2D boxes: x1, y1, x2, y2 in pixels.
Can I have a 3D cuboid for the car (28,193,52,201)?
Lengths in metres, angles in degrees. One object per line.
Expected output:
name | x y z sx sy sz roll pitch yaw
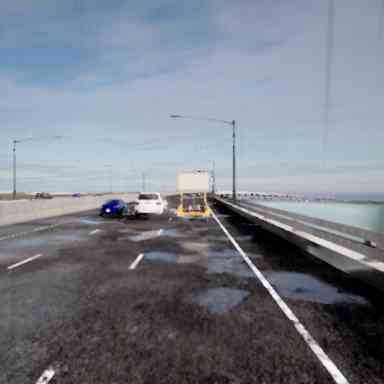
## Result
car | -24.032 0.962 52.776 2.097 1.767 4.553 0 0 2

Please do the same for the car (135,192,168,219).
car | -3.252 1.020 27.228 2.150 2.045 5.566 0 0 1

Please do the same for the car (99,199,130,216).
car | -6.730 1.311 29.086 1.812 1.442 4.674 0 0 1

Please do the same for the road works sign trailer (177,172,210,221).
road works sign trailer | 0.118 0.281 24.848 2.380 3.560 2.880 0 0 1

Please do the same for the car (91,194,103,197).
car | -16.880 1.085 59.129 1.812 1.442 4.674 0 0 2

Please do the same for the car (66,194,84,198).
car | -20.397 1.046 58.103 1.882 1.535 5.008 0 0 2
